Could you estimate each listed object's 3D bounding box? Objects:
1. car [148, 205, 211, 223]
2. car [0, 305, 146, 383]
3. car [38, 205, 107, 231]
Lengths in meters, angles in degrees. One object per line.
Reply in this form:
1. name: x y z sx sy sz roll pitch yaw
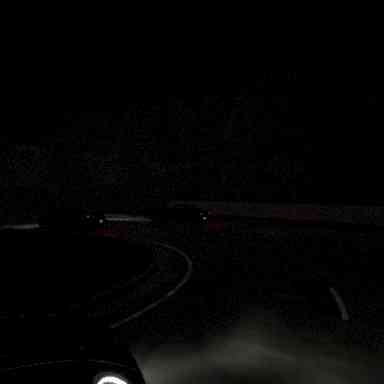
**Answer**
1. car: -1.020 1.607 25.304 4.718 1.301 1.895 0 0 29
2. car: -2.490 1.354 1.988 4.553 1.767 2.097 0 0 -28
3. car: -7.473 1.534 20.781 4.674 1.442 1.812 0 0 26
